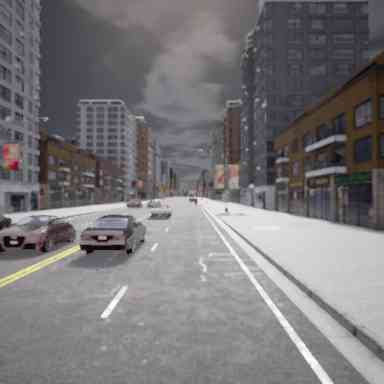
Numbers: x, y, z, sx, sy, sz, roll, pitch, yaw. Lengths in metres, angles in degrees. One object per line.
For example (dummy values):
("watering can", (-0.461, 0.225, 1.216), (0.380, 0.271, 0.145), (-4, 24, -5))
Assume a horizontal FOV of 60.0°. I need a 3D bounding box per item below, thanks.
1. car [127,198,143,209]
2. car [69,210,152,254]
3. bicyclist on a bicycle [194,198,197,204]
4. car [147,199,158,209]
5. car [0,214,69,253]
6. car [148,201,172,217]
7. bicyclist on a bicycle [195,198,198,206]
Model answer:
("car", (-9.785, 1.893, 56.966), (2.097, 1.767, 4.553), (0, -1, 1))
("car", (-3.148, 1.682, 14.191), (2.033, 1.411, 5.357), (0, -1, 0))
("bicyclist on a bicycle", (0.892, 2.207, 80.971), (0.866, 1.612, 1.509), (0, -1, 0))
("car", (-6.539, 2.029, 56.614), (2.128, 1.511, 4.902), (0, -1, 1))
("car", (-6.597, 1.700, 14.313), (1.994, 1.385, 4.181), (0, -1, 0))
("car", (-3.148, 1.933, 34.970), (1.895, 1.301, 4.718), (0, -1, 0))
("bicyclist on a bicycle", (0.897, 2.137, 71.974), (0.582, 1.620, 1.656), (0, -1, 0))
